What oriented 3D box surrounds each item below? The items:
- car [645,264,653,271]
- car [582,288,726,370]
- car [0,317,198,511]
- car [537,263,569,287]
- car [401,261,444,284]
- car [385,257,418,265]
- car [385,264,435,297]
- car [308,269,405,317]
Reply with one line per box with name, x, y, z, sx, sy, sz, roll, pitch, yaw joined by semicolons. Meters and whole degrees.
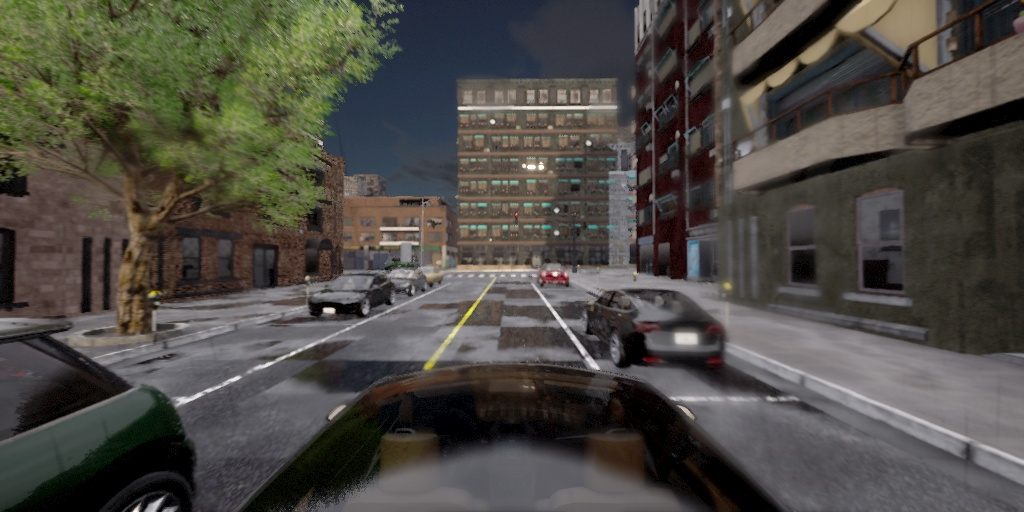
car;17.634;1.057;40.579;4.829;1.417;1.751;0;0;1
car;2.688;1.319;7.633;1.948;1.339;4.313;0;0;0
car;-3.100;1.101;0.376;2.097;1.767;4.553;0;0;0
car;2.727;1.205;24.690;1.967;1.591;4.097;0;0;0
car;-5.838;1.290;24.461;1.751;1.417;4.829;0;0;0
car;-12.607;1.147;43.711;5.566;2.045;2.150;1;-1;1
car;-5.665;1.311;18.945;2.007;1.370;4.403;0;0;0
car;-5.662;1.322;13.257;1.948;1.339;4.313;0;0;0
